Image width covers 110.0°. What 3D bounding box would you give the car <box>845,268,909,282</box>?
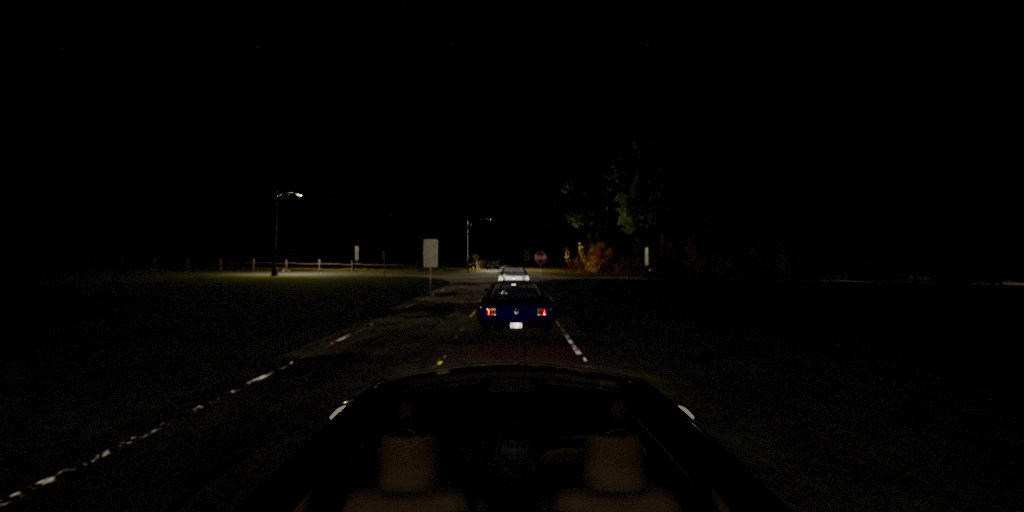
[{"bbox_3d":[38.799,1.965,38.151,5.357,1.411,2.033,1,-1,0],"label":"car"}]

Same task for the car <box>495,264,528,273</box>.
[{"bbox_3d":[0.121,1.375,23.454,1.895,1.301,4.718,0,0,0],"label":"car"}]

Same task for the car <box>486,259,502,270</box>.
[{"bbox_3d":[-2.805,1.351,53.621,1.812,1.442,4.674,0,0,0],"label":"car"}]

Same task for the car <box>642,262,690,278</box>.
[{"bbox_3d":[16.293,1.432,38.033,4.553,1.767,2.097,1,-1,0],"label":"car"}]

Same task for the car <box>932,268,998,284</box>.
[{"bbox_3d":[44.537,1.932,35.308,5.008,1.535,1.882,1,-1,0],"label":"car"}]

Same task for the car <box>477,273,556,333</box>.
[{"bbox_3d":[0.109,1.359,10.719,1.895,1.301,4.718,0,0,0],"label":"car"}]
